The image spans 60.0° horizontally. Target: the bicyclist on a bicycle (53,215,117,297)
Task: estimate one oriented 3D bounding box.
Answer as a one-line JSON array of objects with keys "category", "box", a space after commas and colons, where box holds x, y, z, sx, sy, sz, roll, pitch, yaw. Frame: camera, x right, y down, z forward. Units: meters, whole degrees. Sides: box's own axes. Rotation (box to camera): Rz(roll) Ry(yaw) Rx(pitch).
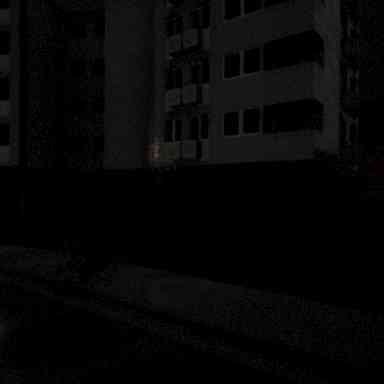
[{"category": "bicyclist on a bicycle", "box": [-2.304, 1.292, 7.187, 0.582, 1.620, 1.656, 1, 9, 36]}]
